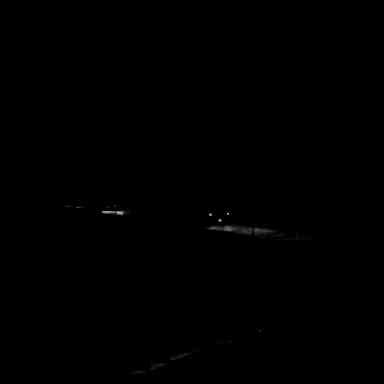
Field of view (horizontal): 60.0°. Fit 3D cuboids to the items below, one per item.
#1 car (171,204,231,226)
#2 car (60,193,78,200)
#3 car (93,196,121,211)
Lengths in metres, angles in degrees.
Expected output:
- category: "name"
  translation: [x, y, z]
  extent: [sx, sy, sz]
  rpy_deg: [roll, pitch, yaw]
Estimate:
- category: "car"
  translation: [0.502, 1.486, 22.961]
  extent: [1.895, 1.301, 4.718]
  rpy_deg: [0, 0, -35]
- category: "car"
  translation: [-18.573, 0.831, 50.062]
  extent: [1.812, 1.442, 4.674]
  rpy_deg: [0, 0, -35]
- category: "car"
  translation: [-9.555, 1.272, 37.171]
  extent: [1.837, 1.490, 4.892]
  rpy_deg: [0, 0, -35]
